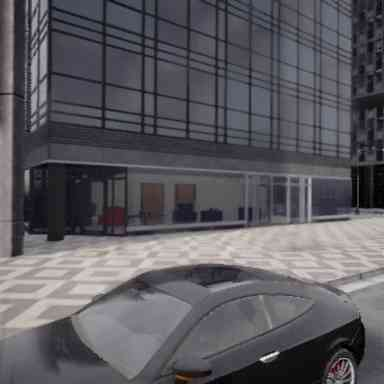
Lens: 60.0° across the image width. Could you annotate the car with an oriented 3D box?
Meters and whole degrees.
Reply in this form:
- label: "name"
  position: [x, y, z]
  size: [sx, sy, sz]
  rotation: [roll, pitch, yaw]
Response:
- label: "car"
  position: [-0.073, 1.543, 3.326]
  size: [4.674, 1.442, 1.812]
  rotation: [1, 0, -35]
